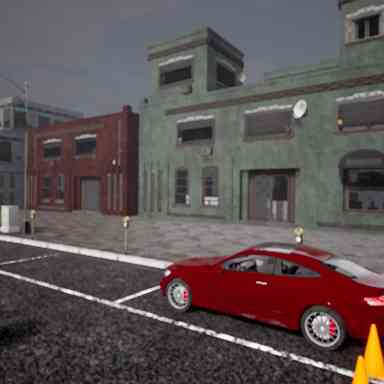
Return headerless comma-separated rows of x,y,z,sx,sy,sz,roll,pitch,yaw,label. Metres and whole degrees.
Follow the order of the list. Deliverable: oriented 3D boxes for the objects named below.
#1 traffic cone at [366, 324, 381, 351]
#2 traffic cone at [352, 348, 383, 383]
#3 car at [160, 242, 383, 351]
2.273,1.955,4.168,0.340,0.580,0.340,0,0,35,traffic cone
1.698,1.954,3.350,0.340,0.580,0.340,0,0,35,traffic cone
1.340,1.574,6.000,4.206,1.307,1.802,0,1,35,car
